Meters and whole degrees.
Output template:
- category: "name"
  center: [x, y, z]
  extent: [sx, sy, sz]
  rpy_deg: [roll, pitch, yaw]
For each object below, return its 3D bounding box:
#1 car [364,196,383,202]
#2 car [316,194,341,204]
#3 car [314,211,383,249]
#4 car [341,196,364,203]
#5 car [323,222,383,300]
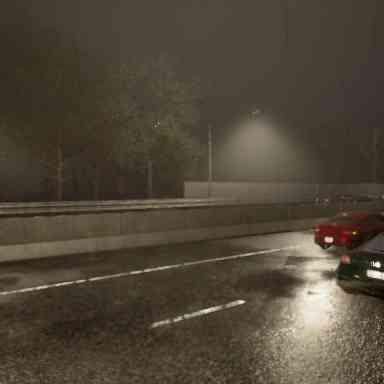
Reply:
- category: "car"
  center: [25.203, 1.332, 43.466]
  extent: [5.357, 1.411, 2.033]
  rpy_deg: [0, 0, -35]
- category: "car"
  center: [19.991, 1.143, 48.315]
  extent: [4.553, 1.767, 2.097]
  rpy_deg: [0, 0, -36]
- category: "car"
  center: [6.582, 1.460, 12.765]
  extent: [4.674, 1.442, 1.812]
  rpy_deg: [0, 0, -35]
- category: "car"
  center: [23.451, 1.290, 46.512]
  extent: [4.892, 1.490, 1.837]
  rpy_deg: [0, 0, -35]
- category: "car"
  center: [5.125, 1.521, 7.443]
  extent: [4.181, 1.385, 1.994]
  rpy_deg: [0, 0, -35]
